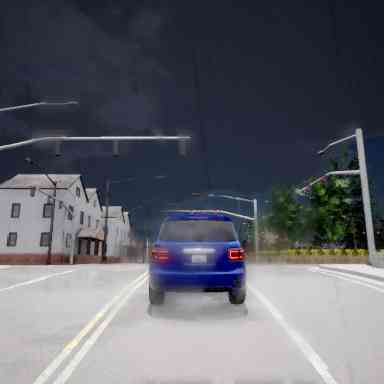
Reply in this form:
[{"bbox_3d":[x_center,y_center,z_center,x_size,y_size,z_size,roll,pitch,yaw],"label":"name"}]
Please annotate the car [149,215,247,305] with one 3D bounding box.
[{"bbox_3d":[0.084,1.762,9.324,2.150,2.045,5.566,0,-7,-1],"label":"car"}]
